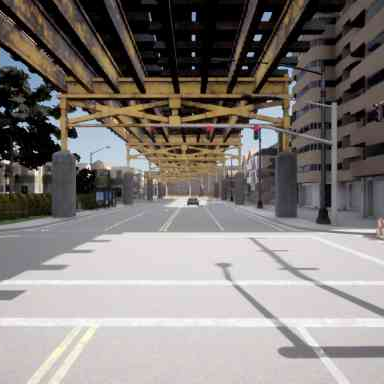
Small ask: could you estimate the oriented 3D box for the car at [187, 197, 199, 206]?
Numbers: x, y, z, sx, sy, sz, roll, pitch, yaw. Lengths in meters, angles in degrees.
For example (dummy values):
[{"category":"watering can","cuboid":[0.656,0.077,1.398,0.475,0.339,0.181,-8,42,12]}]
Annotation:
[{"category":"car","cuboid":[0.178,1.564,56.250,1.994,1.385,4.181,0,0,0]}]
